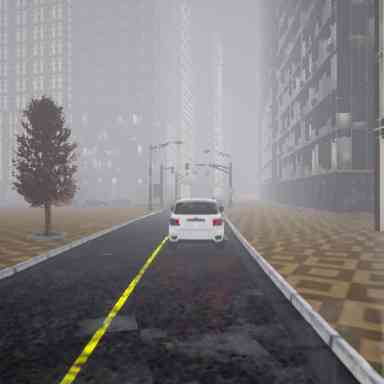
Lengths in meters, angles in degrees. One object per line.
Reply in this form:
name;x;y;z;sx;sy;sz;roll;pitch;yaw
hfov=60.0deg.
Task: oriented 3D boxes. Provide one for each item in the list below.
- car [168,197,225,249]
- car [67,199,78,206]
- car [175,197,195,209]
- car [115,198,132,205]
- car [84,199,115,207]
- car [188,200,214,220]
car;0.225;1.254;14.630;2.150;2.045;5.566;0;0;2
car;-24.428;2.026;65.189;4.313;1.339;1.947;-1;1;13
car;-0.911;1.491;45.377;2.128;1.511;4.902;0;0;5
car;-13.487;1.811;62.573;4.403;1.369;2.008;-1;1;13
car;-15.436;1.780;54.423;4.403;1.369;2.008;-1;0;13
car;0.897;1.484;29.538;2.128;1.511;4.902;0;0;3
